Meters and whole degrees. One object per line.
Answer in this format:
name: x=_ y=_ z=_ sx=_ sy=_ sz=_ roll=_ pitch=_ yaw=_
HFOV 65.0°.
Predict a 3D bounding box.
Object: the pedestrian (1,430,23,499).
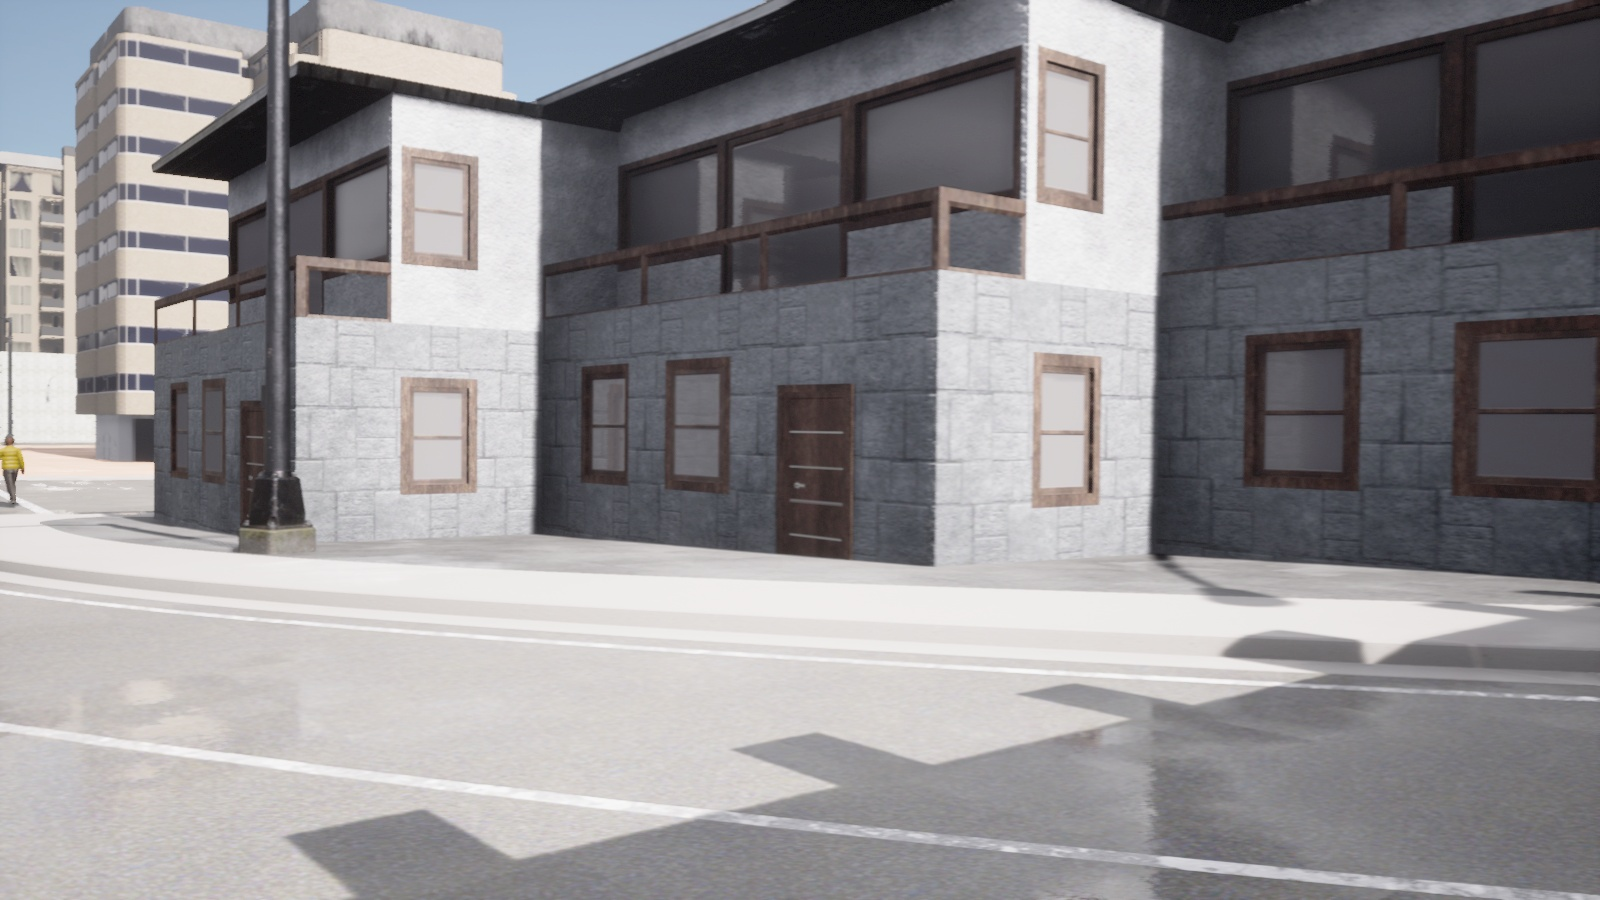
pedestrian: x=-21.357 y=0.379 z=34.044 sx=0.370 sy=1.835 sz=0.726 roll=0 pitch=1 yaw=-42
